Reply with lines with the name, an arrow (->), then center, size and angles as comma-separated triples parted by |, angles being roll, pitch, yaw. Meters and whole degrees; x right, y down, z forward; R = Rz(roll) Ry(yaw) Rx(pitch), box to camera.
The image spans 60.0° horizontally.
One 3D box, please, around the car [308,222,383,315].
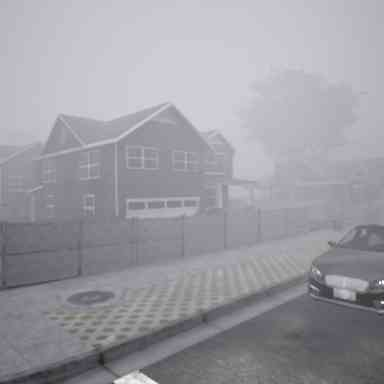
car -> 4.369, 1.475, 7.430 | 4.902, 1.511, 2.128 | -1, 0, -44
